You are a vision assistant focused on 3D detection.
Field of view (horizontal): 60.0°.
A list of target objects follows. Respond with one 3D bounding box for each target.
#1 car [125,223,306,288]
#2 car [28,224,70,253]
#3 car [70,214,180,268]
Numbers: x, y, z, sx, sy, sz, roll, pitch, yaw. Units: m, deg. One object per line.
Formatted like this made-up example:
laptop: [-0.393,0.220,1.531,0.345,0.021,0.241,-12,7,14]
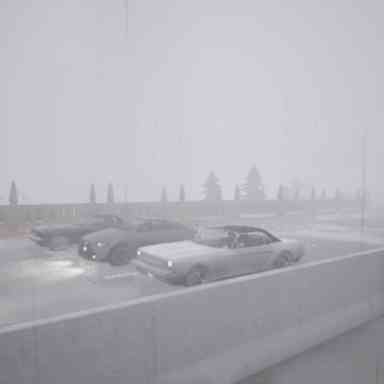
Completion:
car: [0.860,1.600,8.908,4.718,1.301,1.895,0,0,-36]
car: [-4.186,1.600,13.905,4.718,1.301,1.895,0,0,-36]
car: [-1.666,1.564,11.411,4.181,1.385,1.994,0,0,-36]
